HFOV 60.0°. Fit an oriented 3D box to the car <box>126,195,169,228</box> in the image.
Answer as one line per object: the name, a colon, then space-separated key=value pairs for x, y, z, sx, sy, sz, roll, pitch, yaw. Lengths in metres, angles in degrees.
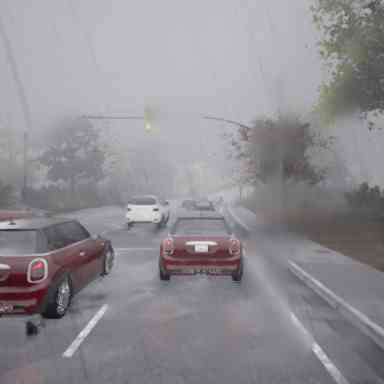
car: x=-2.816 y=1.220 z=22.132 sx=2.150 sy=2.045 sz=5.566 roll=0 pitch=0 yaw=3

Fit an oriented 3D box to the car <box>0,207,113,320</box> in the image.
car: x=-3.283 y=1.351 z=7.516 sx=2.097 sy=1.767 sz=4.553 roll=0 pitch=0 yaw=1

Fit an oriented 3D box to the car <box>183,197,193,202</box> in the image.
car: x=-0.394 y=1.526 z=52.769 sx=1.812 sy=1.442 sz=4.674 roll=0 pitch=0 yaw=6

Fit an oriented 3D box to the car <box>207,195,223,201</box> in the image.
car: x=4.580 y=1.603 z=65.611 sx=1.895 sy=1.301 sz=4.718 roll=0 pitch=0 yaw=8

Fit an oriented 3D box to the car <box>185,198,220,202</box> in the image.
car: x=0.884 y=1.492 z=25.716 sx=2.128 sy=1.511 sz=4.902 roll=0 pitch=0 yaw=3

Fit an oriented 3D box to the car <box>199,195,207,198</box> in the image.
car: x=2.529 y=1.501 z=75.713 sx=1.837 sy=1.490 sz=4.892 roll=0 pitch=0 yaw=9

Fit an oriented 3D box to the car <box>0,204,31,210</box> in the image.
car: x=-12.512 y=1.561 z=24.102 sx=4.181 sy=1.385 sz=1.994 roll=0 pitch=0 yaw=-4

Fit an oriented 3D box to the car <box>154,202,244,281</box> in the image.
car: x=0.262 y=1.352 z=9.981 sx=2.097 sy=1.767 sz=4.553 roll=0 pitch=0 yaw=1
